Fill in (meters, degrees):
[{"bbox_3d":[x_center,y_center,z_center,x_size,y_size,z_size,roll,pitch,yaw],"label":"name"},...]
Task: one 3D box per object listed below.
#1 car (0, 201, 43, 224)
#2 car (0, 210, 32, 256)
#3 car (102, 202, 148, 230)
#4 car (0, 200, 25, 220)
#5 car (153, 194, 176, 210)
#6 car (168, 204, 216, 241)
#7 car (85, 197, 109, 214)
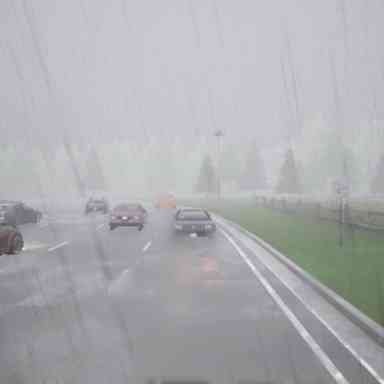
[{"bbox_3d":[-10.682,1.371,19.688,2.033,1.411,5.357,0,1,-5],"label":"car"},{"bbox_3d":[-6.923,1.473,10.058,1.994,1.385,4.181,0,1,-1],"label":"car"},{"bbox_3d":[-3.680,1.371,19.678,2.033,1.411,5.357,0,1,-5],"label":"car"},{"bbox_3d":[-14.968,1.367,26.182,1.895,1.301,4.718,0,1,-9],"label":"car"},{"bbox_3d":[-3.186,1.016,37.583,2.097,1.767,4.553,0,1,-14],"label":"car"},{"bbox_3d":[-0.032,1.458,15.849,1.895,1.301,4.718,0,1,-2],"label":"car"},{"bbox_3d":[-8.890,1.212,31.268,2.128,1.511,4.902,0,0,-12],"label":"car"}]
